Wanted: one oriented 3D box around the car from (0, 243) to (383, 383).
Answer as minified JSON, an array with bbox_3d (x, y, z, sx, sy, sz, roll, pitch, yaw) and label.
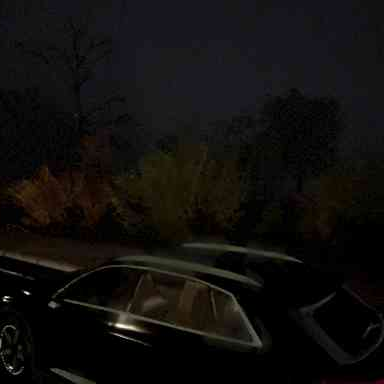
[{"bbox_3d":[-0.354,1.428,3.820,4.856,1.649,2.033,0,0,36],"label":"car"}]
